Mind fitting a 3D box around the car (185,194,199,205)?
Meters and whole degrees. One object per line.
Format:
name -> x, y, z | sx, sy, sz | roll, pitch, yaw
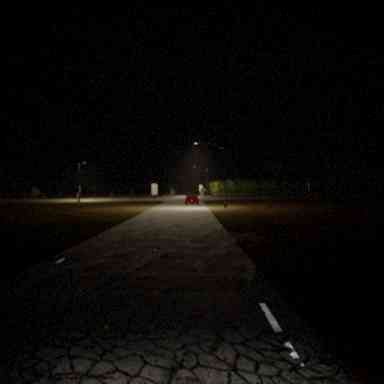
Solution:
car -> 0.010, 0.993, 48.342 | 1.882, 1.535, 5.008 | 0, 1, 1
